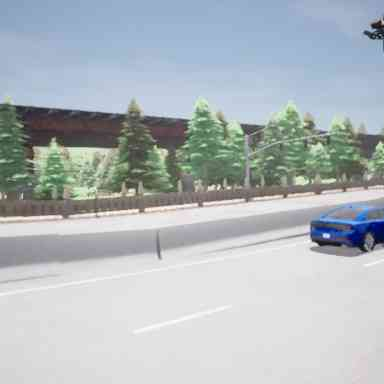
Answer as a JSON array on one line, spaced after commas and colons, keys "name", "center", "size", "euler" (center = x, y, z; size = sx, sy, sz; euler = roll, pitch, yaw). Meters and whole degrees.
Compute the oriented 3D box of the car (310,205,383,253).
[{"name": "car", "center": [6.664, 1.247, 12.949], "size": [5.008, 1.535, 1.882], "euler": [-4, 2, -35]}]
